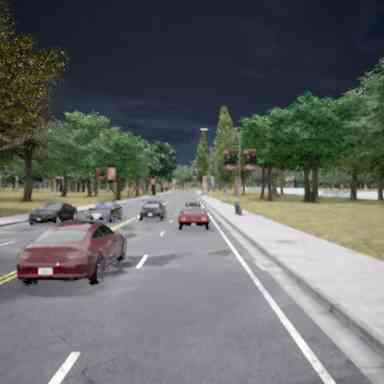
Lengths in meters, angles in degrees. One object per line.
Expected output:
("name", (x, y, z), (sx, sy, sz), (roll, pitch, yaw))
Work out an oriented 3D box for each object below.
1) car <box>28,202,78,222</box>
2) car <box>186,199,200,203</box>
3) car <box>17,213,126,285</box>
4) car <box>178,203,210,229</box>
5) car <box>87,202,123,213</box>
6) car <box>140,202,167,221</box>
("car", (-9.767, 1.480, 23.731), (1.882, 1.535, 5.008), (0, 0, 1))
("car", (0.127, 1.537, 42.242), (1.895, 1.301, 4.718), (0, 0, 0))
("car", (-3.144, 1.538, 9.437), (1.812, 1.442, 4.674), (0, 0, 0))
("car", (0.114, 1.607, 21.714), (1.895, 1.301, 4.718), (0, 0, 0))
("car", (-6.502, 1.492, 25.162), (2.128, 1.511, 4.902), (0, 0, 1))
("car", (-3.118, 1.520, 27.155), (1.812, 1.442, 4.674), (0, 0, 0))
